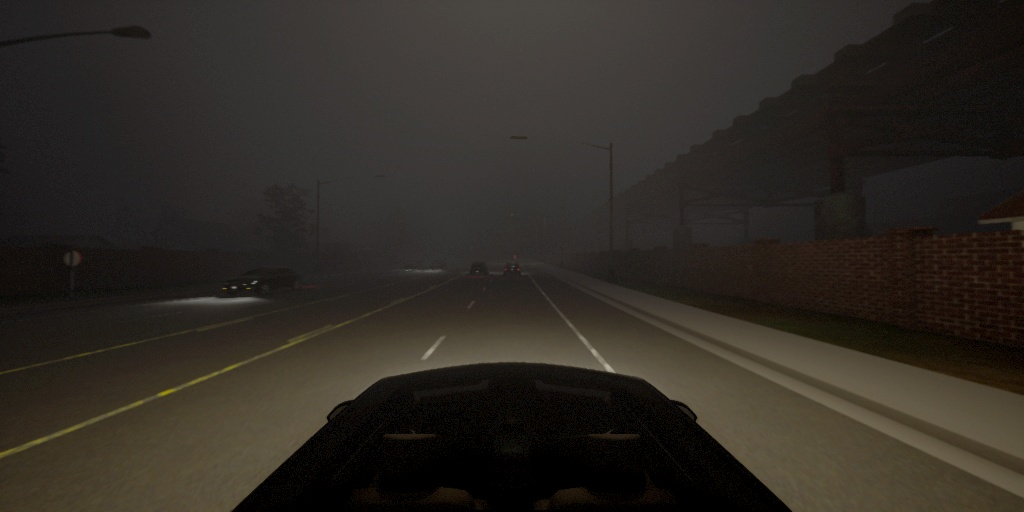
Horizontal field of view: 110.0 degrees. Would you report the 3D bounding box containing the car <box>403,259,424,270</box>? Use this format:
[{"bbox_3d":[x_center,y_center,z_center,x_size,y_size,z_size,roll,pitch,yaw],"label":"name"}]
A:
[{"bbox_3d":[-14.051,1.196,51.626,2.033,1.411,5.357,0,0,1],"label":"car"}]

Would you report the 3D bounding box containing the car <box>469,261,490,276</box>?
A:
[{"bbox_3d":[-3.453,1.252,38.199,1.837,1.490,4.892,0,1,1],"label":"car"}]

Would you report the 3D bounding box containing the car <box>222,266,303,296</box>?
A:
[{"bbox_3d":[-14.064,1.359,20.580,1.837,1.490,4.892,0,0,0],"label":"car"}]

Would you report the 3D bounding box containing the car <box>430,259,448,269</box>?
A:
[{"bbox_3d":[-10.567,1.137,51.915,2.128,1.511,4.902,0,1,0],"label":"car"}]

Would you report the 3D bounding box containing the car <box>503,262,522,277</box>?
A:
[{"bbox_3d":[0.029,1.308,36.248,2.033,1.411,5.357,0,0,0],"label":"car"}]
